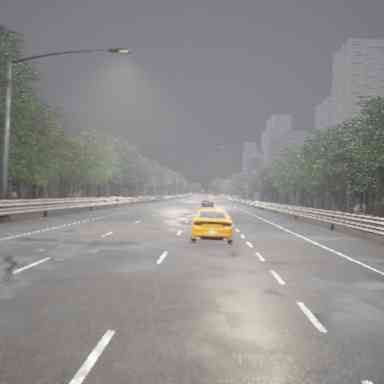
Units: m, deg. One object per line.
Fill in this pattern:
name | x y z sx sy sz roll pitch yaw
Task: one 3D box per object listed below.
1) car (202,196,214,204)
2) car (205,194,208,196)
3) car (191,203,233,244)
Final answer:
car | 2.544 1.854 53.866 2.128 1.511 4.902 2 0 2
car | 4.222 2.160 93.518 1.882 1.535 5.008 2 0 2
car | 0.976 1.588 16.769 1.882 1.535 5.008 2 0 2
